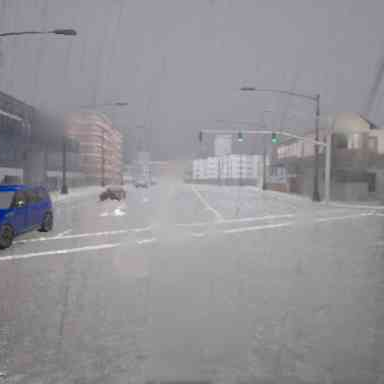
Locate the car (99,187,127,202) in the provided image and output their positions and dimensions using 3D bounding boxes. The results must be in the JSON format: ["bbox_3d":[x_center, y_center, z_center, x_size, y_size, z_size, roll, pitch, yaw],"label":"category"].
[{"bbox_3d":[-7.706,0.203,32.649,1.895,1.301,4.718,0,3,-2],"label":"car"}]

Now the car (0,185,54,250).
[{"bbox_3d":[-6.897,0.818,12.037,2.150,2.045,5.566,1,3,-2],"label":"car"}]

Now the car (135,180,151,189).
[{"bbox_3d":[-8.654,-1.343,57.460,1.812,1.442,4.674,1,3,-2],"label":"car"}]

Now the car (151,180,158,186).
[{"bbox_3d":[-9.648,-2.270,83.279,1.882,1.535,5.008,1,1,-2],"label":"car"}]
